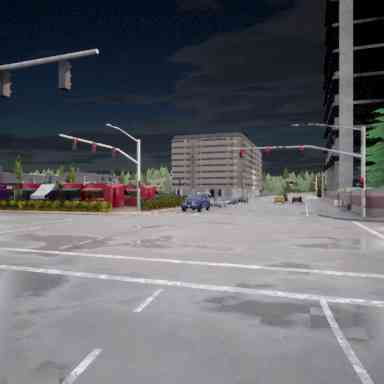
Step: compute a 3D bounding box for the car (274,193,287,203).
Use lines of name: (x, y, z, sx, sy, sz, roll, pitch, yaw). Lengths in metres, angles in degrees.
car: (18.161, 1.478, 68.999, 1.882, 1.535, 5.008, 0, 0, 19)

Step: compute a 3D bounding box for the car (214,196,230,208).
car: (3.693, 1.601, 48.537, 1.895, 1.301, 4.718, 0, 0, 19)

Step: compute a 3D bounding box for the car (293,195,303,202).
car: (24.658, 1.525, 77.345, 2.128, 1.511, 4.902, 0, 0, 19)

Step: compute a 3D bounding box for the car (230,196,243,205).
car: (6.807, 1.491, 57.658, 2.128, 1.511, 4.902, 0, 0, 19)

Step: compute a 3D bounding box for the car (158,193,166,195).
car: (-8.052, 1.209, 81.411, 4.605, 1.855, 1.932, 0, 0, 19)

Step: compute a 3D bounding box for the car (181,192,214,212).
car: (0.554, 1.221, 39.292, 2.150, 2.045, 5.566, 0, 0, 19)

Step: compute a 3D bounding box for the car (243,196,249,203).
car: (10.270, 1.547, 67.649, 2.033, 1.411, 5.357, 0, 0, 19)

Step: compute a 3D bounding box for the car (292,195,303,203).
car: (21.376, 1.478, 67.598, 1.882, 1.535, 5.008, 0, 0, 19)
